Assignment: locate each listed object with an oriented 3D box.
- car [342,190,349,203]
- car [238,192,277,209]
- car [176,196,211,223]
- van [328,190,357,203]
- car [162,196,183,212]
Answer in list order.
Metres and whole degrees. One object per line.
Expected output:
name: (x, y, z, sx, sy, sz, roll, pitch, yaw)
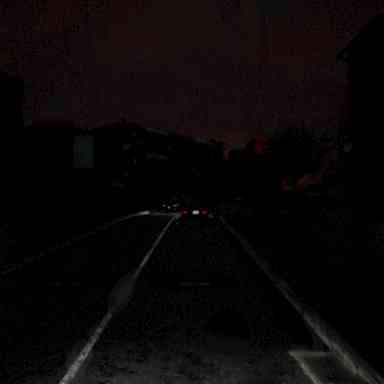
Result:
car: (21.111, 0.690, 39.802, 2.435, 2.045, 5.566, -3, -1, -12)
car: (7.918, 1.029, 39.651, 5.566, 2.045, 2.150, 1, -2, -40)
car: (0.280, 1.285, 23.065, 2.033, 1.411, 5.357, 0, 1, 2)
van: (23.843, 0.757, 52.821, 1.878, 1.987, 4.442, -3, -1, -12)
car: (-1.194, 1.196, 32.607, 1.837, 1.490, 4.892, -1, -1, 22)
